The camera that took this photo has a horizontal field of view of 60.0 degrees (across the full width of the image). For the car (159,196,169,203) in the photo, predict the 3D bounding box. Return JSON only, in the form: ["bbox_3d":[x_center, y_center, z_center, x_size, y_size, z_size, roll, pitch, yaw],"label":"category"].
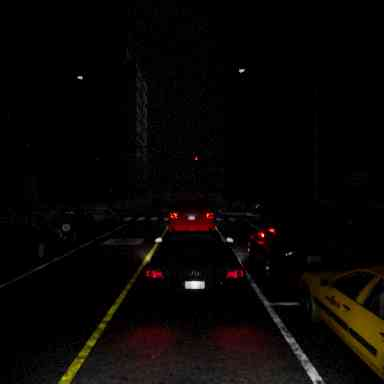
[{"bbox_3d":[-5.812,1.576,68.774,1.802,1.307,4.206,0,0,0],"label":"car"}]

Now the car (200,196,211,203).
[{"bbox_3d":[2.713,1.545,68.780,2.008,1.369,4.403,0,0,0],"label":"car"}]

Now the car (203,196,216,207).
[{"bbox_3d":[2.724,1.432,52.467,1.967,1.590,4.097,0,0,0],"label":"car"}]

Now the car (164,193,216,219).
[{"bbox_3d":[-0.009,1.216,17.131,2.150,2.045,5.566,0,0,0],"label":"car"}]

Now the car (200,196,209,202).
[{"bbox_3d":[2.709,1.540,74.217,1.887,1.381,4.507,0,0,0],"label":"car"}]

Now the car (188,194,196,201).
[{"bbox_3d":[-0.063,1.356,88.963,2.097,1.767,4.553,0,0,0],"label":"car"}]

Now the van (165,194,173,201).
[{"bbox_3d":[-5.824,1.340,85.087,1.690,1.788,3.998,0,0,0],"label":"van"}]

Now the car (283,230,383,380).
[{"bbox_3d":[2.758,1.524,4.298,1.752,1.417,4.829,0,0,0],"label":"car"}]

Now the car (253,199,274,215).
[{"bbox_3d":[8.838,1.544,35.629,4.553,1.767,2.097,1,0,5],"label":"car"}]

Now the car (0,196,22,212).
[{"bbox_3d":[-17.941,1.159,31.941,4.902,1.511,2.128,1,0,0],"label":"car"}]

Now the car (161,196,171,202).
[{"bbox_3d":[-5.816,1.521,74.042,1.752,1.417,4.829,0,0,0],"label":"car"}]

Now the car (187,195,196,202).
[{"bbox_3d":[-0.054,1.536,76.731,2.033,1.411,5.357,0,0,0],"label":"car"}]

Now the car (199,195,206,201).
[{"bbox_3d":[2.701,1.524,85.262,1.752,1.417,4.829,0,0,0],"label":"car"}]

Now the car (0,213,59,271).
[{"bbox_3d":[-5.771,1.541,9.577,1.887,1.381,4.507,0,0,0],"label":"car"}]

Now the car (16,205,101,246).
[{"bbox_3d":[-5.775,1.435,15.034,1.967,1.590,4.097,0,0,0],"label":"car"}]

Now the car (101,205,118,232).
[{"bbox_3d":[-5.778,1.519,20.321,1.752,1.417,4.829,0,0,0],"label":"car"}]

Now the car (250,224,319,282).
[{"bbox_3d":[2.754,1.563,9.585,1.947,1.339,4.313,0,0,0],"label":"car"}]

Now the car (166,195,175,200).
[{"bbox_3d":[-5.828,1.551,90.524,2.008,1.369,4.403,0,0,0],"label":"car"}]

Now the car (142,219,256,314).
[{"bbox_3d":[0.054,1.561,7.711,1.994,1.385,4.181,0,0,0],"label":"car"}]

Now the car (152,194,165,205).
[{"bbox_3d":[-5.805,1.307,57.899,2.192,1.841,5.009,0,0,0],"label":"car"}]
